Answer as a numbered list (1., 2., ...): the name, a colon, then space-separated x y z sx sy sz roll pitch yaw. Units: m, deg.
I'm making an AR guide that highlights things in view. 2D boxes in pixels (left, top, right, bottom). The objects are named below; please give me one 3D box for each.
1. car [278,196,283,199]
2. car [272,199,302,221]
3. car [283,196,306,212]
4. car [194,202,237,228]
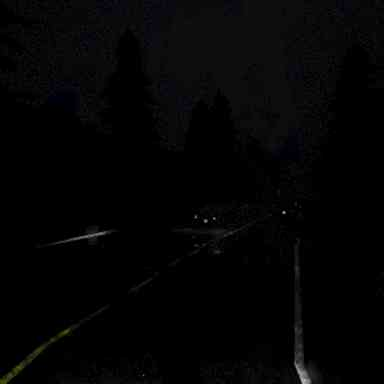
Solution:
1. car: 16.496 1.513 60.457 2.033 1.411 5.357 0 0 22
2. car: 7.799 1.549 27.590 1.994 1.385 4.181 0 0 20
3. car: 12.431 1.336 39.730 2.097 1.767 4.553 0 0 21
4. car: 1.659 1.471 21.979 1.837 1.490 4.892 0 0 21
